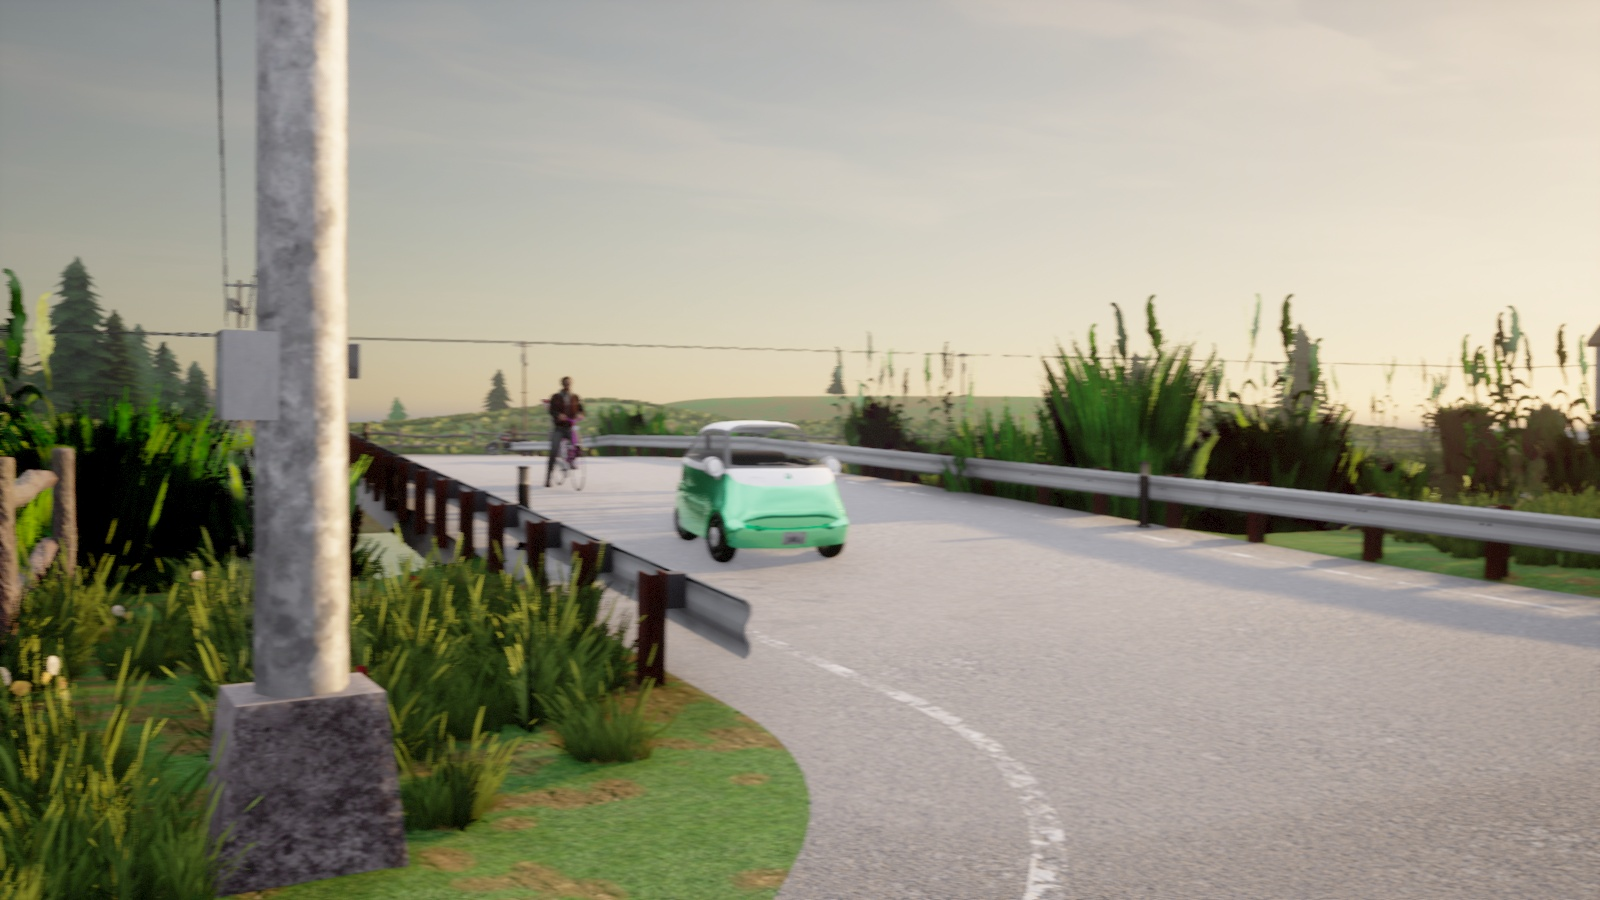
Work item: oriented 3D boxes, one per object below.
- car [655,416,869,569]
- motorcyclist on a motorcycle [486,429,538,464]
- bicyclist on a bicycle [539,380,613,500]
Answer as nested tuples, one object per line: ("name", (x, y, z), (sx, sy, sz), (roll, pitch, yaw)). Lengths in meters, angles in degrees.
("car", (-0.463, 0.377, 13.309), (1.481, 1.376, 2.207), (-1, 4, -26))
("motorcyclist on a motorcycle", (-14.386, -0.187, 62.713), (2.350, 1.649, 0.766), (-2, 1, -25))
("bicyclist on a bicycle", (-3.518, -0.185, 19.572), (0.659, 1.776, 1.843), (-1, 3, -25))
